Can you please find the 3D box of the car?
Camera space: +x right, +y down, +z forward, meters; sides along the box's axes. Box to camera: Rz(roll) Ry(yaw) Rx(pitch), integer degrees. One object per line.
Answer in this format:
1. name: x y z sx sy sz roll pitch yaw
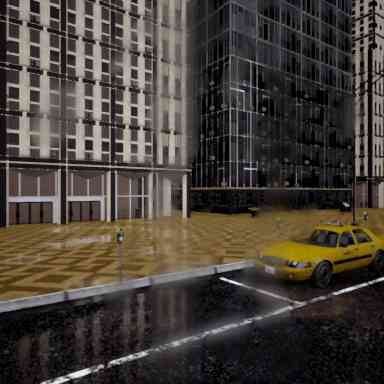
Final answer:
1. car: 3.808 1.525 9.264 4.829 1.417 1.752 0 0 -35
